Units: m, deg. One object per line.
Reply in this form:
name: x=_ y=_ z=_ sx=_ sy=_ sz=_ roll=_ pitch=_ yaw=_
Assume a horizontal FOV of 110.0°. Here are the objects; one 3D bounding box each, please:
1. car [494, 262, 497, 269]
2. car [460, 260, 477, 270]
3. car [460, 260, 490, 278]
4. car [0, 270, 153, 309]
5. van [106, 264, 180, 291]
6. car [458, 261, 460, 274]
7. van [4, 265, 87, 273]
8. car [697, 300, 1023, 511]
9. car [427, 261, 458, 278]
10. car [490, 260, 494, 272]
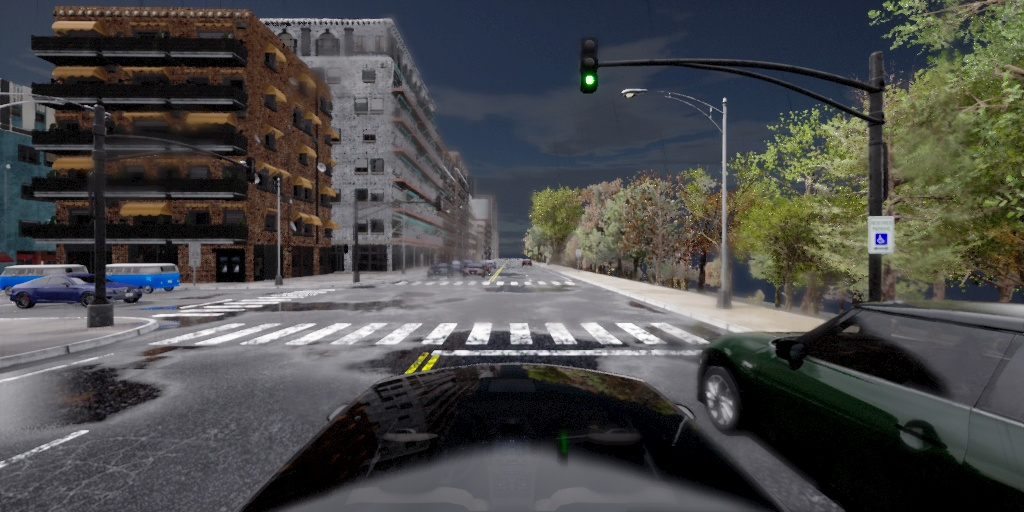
car: x=-3.485 y=1.312 z=56.254 sx=1.812 sy=1.442 sz=4.674 roll=0 pitch=0 yaw=-1
car: x=-6.740 y=1.333 z=56.129 sx=2.033 sy=1.411 sz=5.357 roll=0 pitch=0 yaw=0
car: x=-3.439 y=1.330 z=33.988 sx=1.994 sy=1.385 sz=4.181 roll=0 pitch=0 yaw=0
car: x=-19.567 y=1.522 z=16.159 sx=4.674 sy=1.442 sz=1.812 roll=-1 pitch=0 yaw=1
van: x=-22.774 y=1.359 z=21.907 sx=3.998 sy=1.789 sz=1.690 roll=0 pitch=0 yaw=-1
car: x=-6.712 y=1.299 z=42.631 sx=1.812 sy=1.442 sz=4.674 roll=0 pitch=0 yaw=0
van: x=-28.375 y=1.433 z=21.814 sx=3.998 sy=1.789 sz=1.690 roll=0 pitch=0 yaw=-1
car: x=3.348 y=1.102 z=2.618 sx=2.097 sy=1.767 sz=4.553 roll=0 pitch=0 yaw=0
car: x=-6.690 y=1.330 z=34.011 sx=1.994 sy=1.385 sz=4.181 roll=0 pitch=0 yaw=0
car: x=-3.464 y=1.374 z=42.742 sx=1.895 sy=1.301 sz=4.718 roll=0 pitch=0 yaw=0
